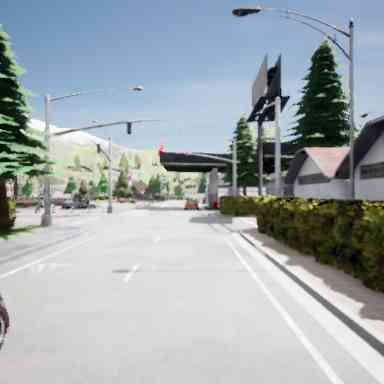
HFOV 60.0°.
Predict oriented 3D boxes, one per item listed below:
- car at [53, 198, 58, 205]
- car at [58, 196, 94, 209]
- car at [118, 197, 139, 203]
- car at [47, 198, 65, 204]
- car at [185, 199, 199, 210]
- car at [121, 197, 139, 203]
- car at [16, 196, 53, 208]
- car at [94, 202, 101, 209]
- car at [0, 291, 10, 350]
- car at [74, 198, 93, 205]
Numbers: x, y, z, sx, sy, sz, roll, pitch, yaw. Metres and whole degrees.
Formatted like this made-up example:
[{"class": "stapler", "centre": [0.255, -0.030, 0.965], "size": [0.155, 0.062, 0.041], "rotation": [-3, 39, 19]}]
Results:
[{"class": "car", "centre": [-24.080, 1.922, 64.046], "size": [4.514, 1.523, 2.007], "rotation": [0, -1, -1]}, {"class": "car", "centre": [-16.816, 1.548, 48.355], "size": [3.866, 1.878, 1.905], "rotation": [0, -1, -1]}, {"class": "car", "centre": [-16.512, 2.164, 85.935], "size": [5.027, 1.636, 2.152], "rotation": [0, -1, -1]}, {"class": "car", "centre": [-35.179, 2.222, 85.955], "size": [3.806, 1.475, 1.970], "rotation": [0, -1, -1]}, {"class": "car", "centre": [-0.043, 1.846, 51.030], "size": [2.097, 1.767, 4.553], "rotation": [0, -1, 0]}, {"class": "car", "centre": [-16.586, 2.204, 89.072], "size": [4.514, 1.523, 2.007], "rotation": [0, -1, -1]}, {"class": "car", "centre": [-24.707, 1.601, 51.587], "size": [4.605, 1.855, 1.932], "rotation": [0, -1, -1]}, {"class": "car", "centre": [-16.228, 1.864, 51.681], "size": [3.806, 1.475, 1.970], "rotation": [0, -1, -1]}, {"class": "car", "centre": [-3.600, 1.596, 3.094], "size": [1.994, 1.385, 4.181], "rotation": [0, -1, -1]}, {"class": "car", "centre": [-24.106, 2.040, 74.038], "size": [3.633, 1.501, 1.845], "rotation": [0, -1, -1]}]
